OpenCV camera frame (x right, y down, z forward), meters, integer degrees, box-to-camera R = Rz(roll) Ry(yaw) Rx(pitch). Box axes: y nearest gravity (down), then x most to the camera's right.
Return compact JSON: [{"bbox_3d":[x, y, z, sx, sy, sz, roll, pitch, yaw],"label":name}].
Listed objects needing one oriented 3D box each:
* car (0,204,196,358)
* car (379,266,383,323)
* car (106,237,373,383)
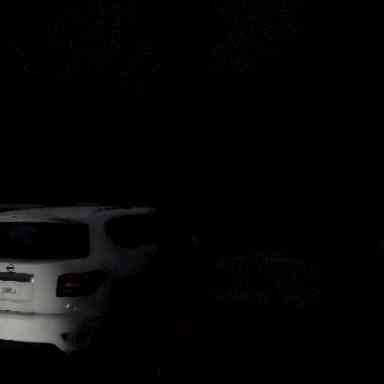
[{"bbox_3d":[-1.406,1.275,6.448,2.435,2.045,5.566,-1,-1,15],"label":"car"},{"bbox_3d":[3.486,1.221,2.960,2.435,2.045,5.566,-1,-1,15],"label":"car"},{"bbox_3d":[1.040,1.499,4.674,2.097,1.535,5.008,0,-1,15],"label":"car"}]
